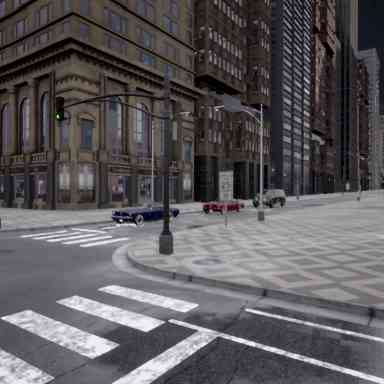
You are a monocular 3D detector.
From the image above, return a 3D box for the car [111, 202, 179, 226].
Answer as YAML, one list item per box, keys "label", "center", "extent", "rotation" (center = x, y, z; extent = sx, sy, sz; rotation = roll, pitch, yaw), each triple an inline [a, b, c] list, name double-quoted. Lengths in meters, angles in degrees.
- label: "car"
  center: [-2.943, 1.351, 21.606]
  extent: [1.895, 1.301, 4.718]
  rotation: [0, 1, 36]

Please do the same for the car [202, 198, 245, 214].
- label: "car"
  center: [2.859, 1.218, 29.740]
  extent: [1.895, 1.301, 4.718]
  rotation: [0, 1, 35]

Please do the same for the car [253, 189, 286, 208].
- label: "car"
  center: [8.998, 0.697, 38.346]
  extent: [2.150, 2.045, 5.566]
  rotation: [0, 1, 36]
